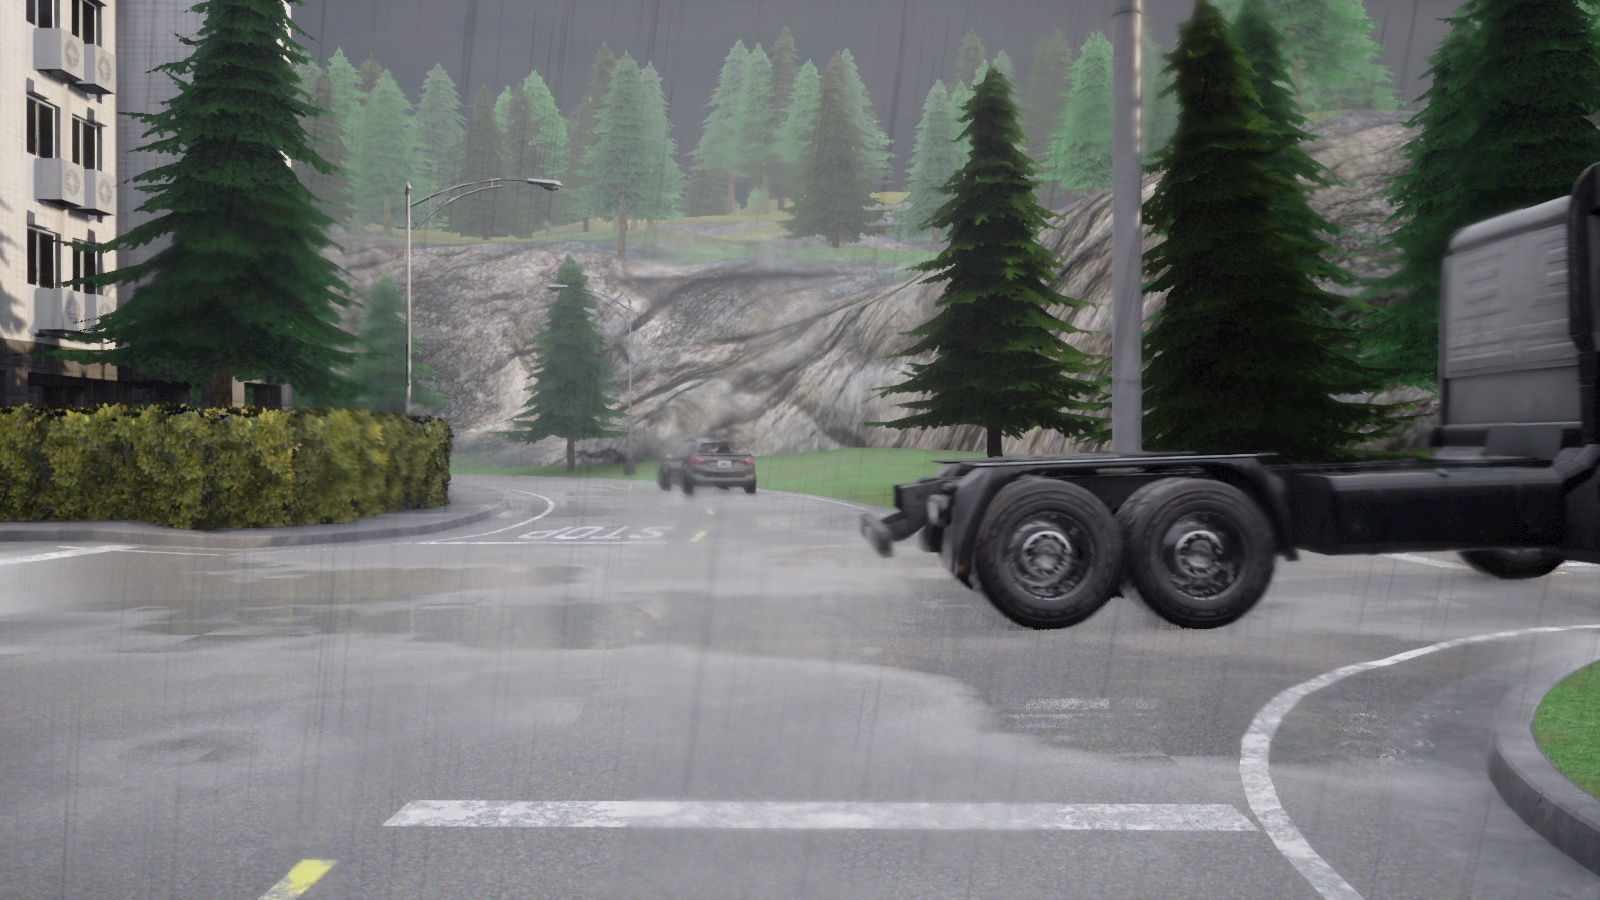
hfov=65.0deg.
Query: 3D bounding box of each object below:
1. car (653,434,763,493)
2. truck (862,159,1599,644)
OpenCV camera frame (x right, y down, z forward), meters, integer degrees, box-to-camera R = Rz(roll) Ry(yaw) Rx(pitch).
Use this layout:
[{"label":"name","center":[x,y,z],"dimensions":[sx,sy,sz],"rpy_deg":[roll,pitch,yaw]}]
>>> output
[{"label":"car","center":[-2.894,0.372,38.408],"dimensions":[2.242,1.667,4.611],"rpy_deg":[0,0,-19]},{"label":"truck","center":[4.648,-0.416,10.859],"dimensions":[7.936,3.462,2.891],"rpy_deg":[-2,0,-1]}]
